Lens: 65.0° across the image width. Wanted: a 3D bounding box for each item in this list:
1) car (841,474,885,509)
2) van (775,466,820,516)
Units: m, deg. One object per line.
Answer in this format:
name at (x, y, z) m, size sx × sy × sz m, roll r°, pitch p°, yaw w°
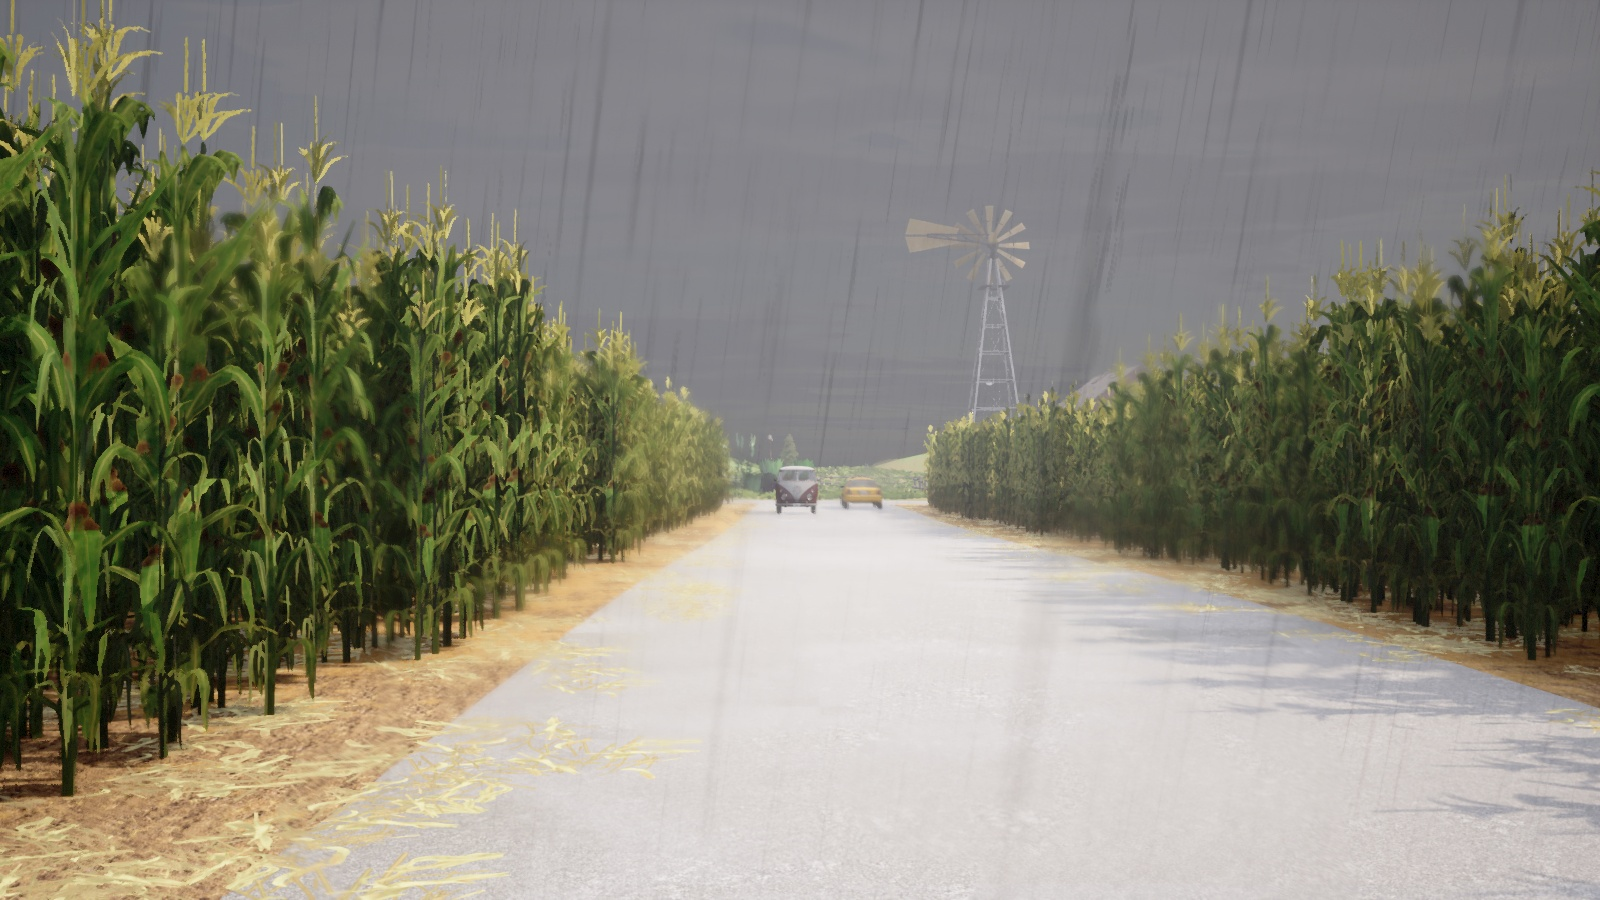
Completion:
car at (2.967, 1.959, 60.100) m, size 1.801 × 1.575 × 5.366 m, roll 0°, pitch -1°, yaw 0°
van at (-0.118, 1.662, 52.403) m, size 1.775 × 1.987 × 4.442 m, roll 0°, pitch -1°, yaw 0°
